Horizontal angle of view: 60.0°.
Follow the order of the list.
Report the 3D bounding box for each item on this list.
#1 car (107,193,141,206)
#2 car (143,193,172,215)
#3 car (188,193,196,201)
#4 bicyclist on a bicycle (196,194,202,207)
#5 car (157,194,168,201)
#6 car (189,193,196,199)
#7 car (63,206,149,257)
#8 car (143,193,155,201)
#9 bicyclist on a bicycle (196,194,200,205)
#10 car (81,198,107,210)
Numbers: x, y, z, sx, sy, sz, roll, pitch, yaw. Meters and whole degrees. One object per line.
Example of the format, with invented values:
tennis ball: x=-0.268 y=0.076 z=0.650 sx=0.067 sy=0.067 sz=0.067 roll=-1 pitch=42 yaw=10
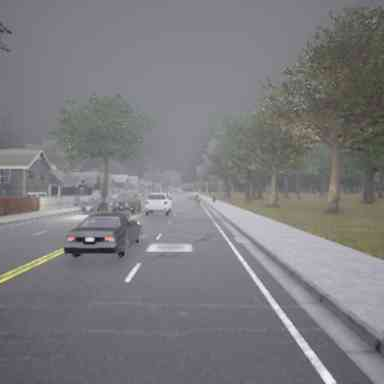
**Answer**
car: x=-6.586 y=1.103 z=33.851 sx=2.150 sy=2.045 sz=5.566 roll=0 pitch=0 yaw=0
car: x=-3.141 y=1.109 z=31.966 sx=2.150 sy=2.045 sz=5.566 roll=0 pitch=0 yaw=0
car: x=0.022 y=1.274 z=77.453 sx=2.033 sy=1.411 sz=5.357 roll=0 pitch=0 yaw=0
bicyclist on a bicycle: x=0.894 y=1.280 z=44.451 sx=0.866 sy=1.612 sz=1.509 roll=0 pitch=0 yaw=0
car: x=-6.479 y=1.111 z=73.379 sx=2.033 sy=1.411 sz=5.357 roll=0 pitch=0 yaw=0
car: x=0.027 y=0.985 z=91.604 sx=1.882 sy=1.535 sz=5.008 roll=0 pitch=0 yaw=0
car: x=-3.145 y=1.503 z=12.742 sx=2.033 sy=1.411 sz=5.357 roll=0 pitch=0 yaw=0
car: x=-9.729 y=1.026 z=75.290 sx=2.097 sy=1.767 sz=4.553 roll=0 pitch=0 yaw=0
bicyclist on a bicycle: x=0.908 y=1.185 z=52.759 sx=0.659 sy=1.776 sz=1.843 roll=0 pitch=0 yaw=0
car: x=-9.834 y=1.373 z=34.046 sx=2.128 sy=1.511 sz=4.902 roll=0 pitch=0 yaw=0
